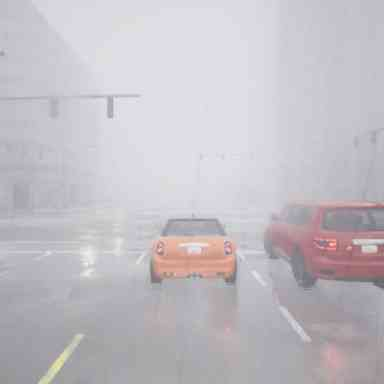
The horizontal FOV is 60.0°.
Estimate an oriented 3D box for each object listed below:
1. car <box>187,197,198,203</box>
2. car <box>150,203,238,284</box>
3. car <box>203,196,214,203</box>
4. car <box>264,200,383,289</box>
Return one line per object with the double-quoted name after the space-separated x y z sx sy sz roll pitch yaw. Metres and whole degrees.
0.127 1.625 64.642 1.812 1.442 4.674 0 0 0 "car"
-0.022 1.367 9.777 2.097 1.767 4.553 0 0 -2 "car"
3.514 1.633 70.545 1.812 1.442 4.674 0 0 0 "car"
3.584 1.237 9.348 2.150 2.045 5.566 0 0 1 "car"
